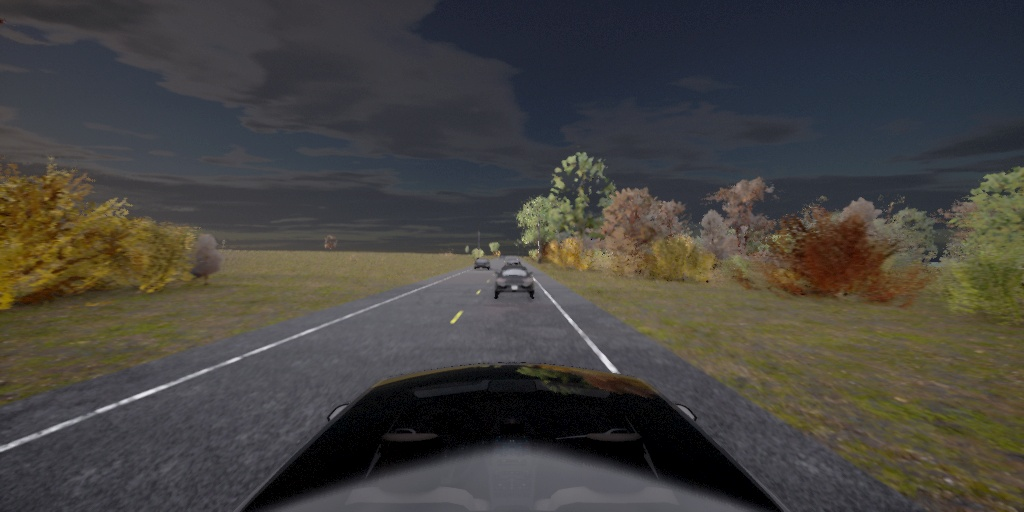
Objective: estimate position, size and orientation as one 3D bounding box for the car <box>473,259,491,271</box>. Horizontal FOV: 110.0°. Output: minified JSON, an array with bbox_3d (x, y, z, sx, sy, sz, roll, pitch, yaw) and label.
[{"bbox_3d":[-3.550,1.017,43.795,2.033,1.411,5.357,0,0,0],"label":"car"}]

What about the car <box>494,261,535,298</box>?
[{"bbox_3d":[0.108,1.168,17.644,1.812,1.442,4.674,0,0,0],"label":"car"}]

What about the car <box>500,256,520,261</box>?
[{"bbox_3d":[0.116,1.015,35.667,2.128,1.511,4.902,0,0,0],"label":"car"}]
